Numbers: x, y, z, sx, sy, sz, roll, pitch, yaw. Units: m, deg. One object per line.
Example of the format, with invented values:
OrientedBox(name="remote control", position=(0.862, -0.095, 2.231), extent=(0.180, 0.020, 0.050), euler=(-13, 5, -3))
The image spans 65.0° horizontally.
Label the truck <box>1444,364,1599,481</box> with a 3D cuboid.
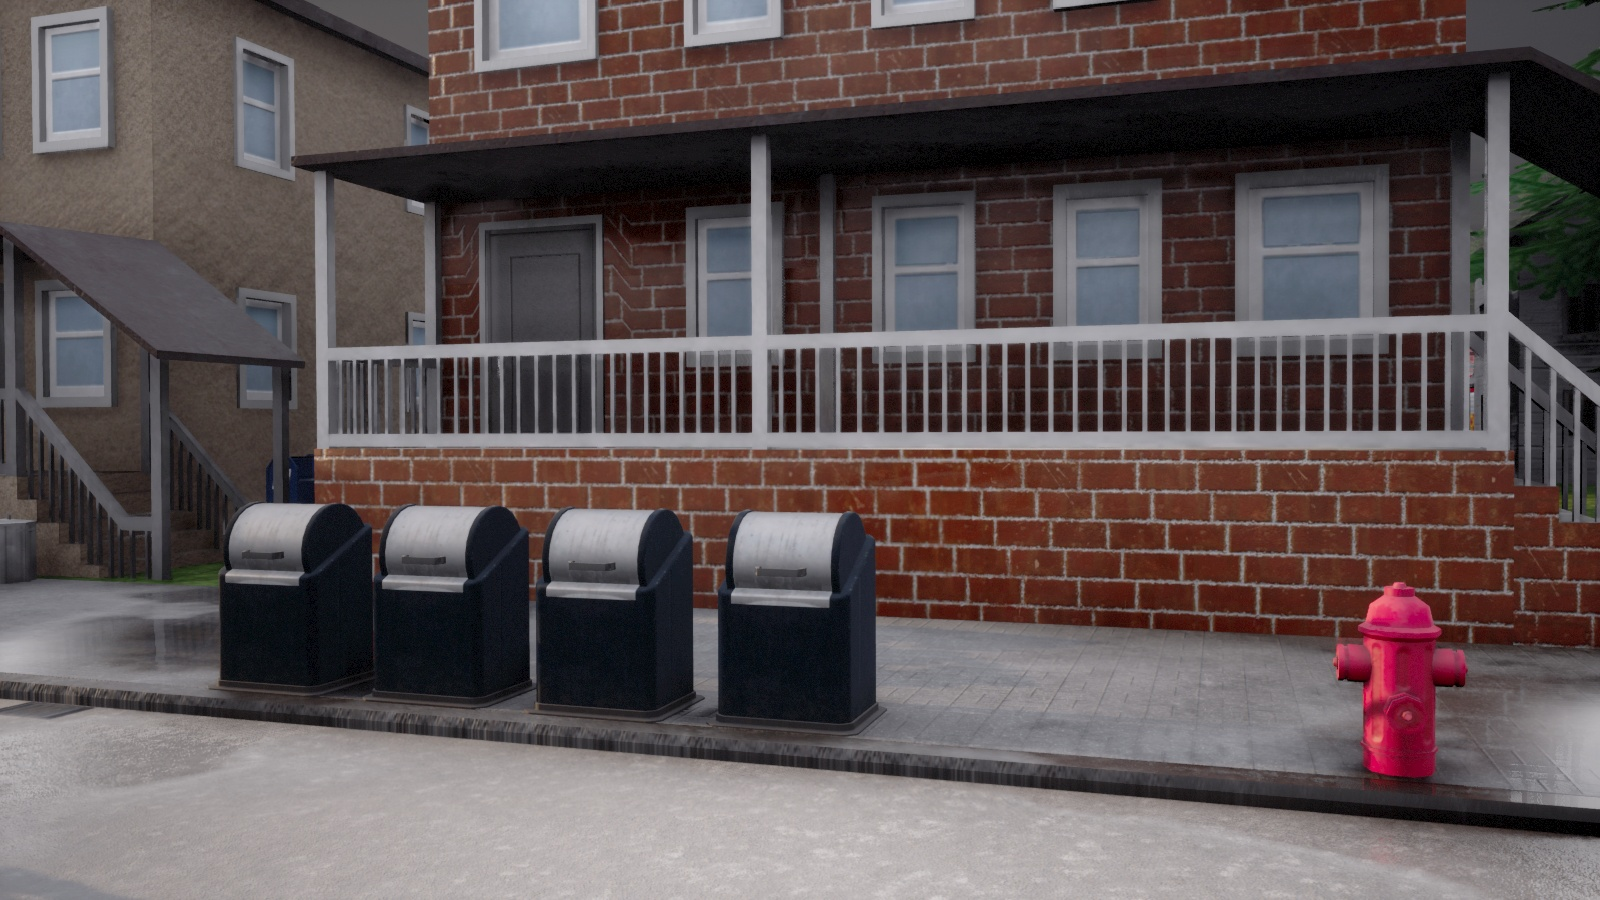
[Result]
OrientedBox(name="truck", position=(26.759, -0.918, 42.503), extent=(8.468, 3.827, 2.891), euler=(1, 1, 18))
